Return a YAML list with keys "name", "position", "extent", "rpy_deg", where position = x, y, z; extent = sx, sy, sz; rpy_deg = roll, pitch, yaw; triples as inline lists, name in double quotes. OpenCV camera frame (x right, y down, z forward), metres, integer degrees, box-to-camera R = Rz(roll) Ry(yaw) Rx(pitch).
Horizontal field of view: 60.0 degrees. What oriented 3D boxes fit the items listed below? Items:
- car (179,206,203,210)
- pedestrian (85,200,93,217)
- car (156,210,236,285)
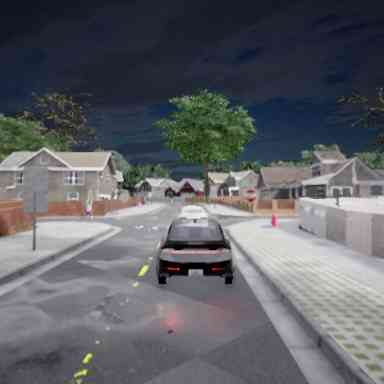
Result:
- name: "car"
  position: [-0.066, 1.536, 19.918]
  extent: [1.812, 1.442, 4.674]
  rpy_deg: [0, 0, -4]
- name: "pedestrian"
  position: [-9.672, 1.425, 31.175]
  extent: [0.375, 1.860, 0.375]
  rpy_deg: [0, -1, 1]
- name: "car"
  position: [0.088, 1.489, 9.454]
  extent: [2.128, 1.511, 4.902]
  rpy_deg: [0, 0, 0]
